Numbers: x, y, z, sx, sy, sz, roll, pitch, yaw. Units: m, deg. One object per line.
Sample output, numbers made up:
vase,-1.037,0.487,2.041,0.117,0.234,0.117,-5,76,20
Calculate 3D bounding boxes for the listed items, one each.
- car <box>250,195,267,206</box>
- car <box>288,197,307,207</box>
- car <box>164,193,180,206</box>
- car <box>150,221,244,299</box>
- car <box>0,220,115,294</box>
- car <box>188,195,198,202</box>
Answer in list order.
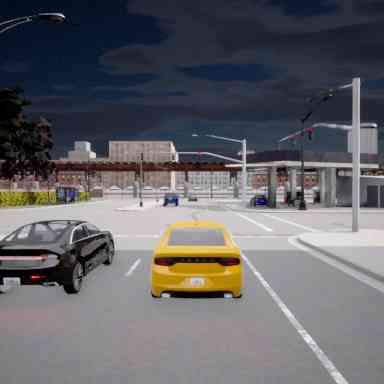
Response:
car,9.856,1.253,48.780,2.242,1.667,4.611,0,0,1
car,15.603,1.426,49.526,1.970,1.475,3.806,0,0,1
car,-3.225,1.146,52.819,2.150,2.045,5.566,0,0,0
car,0.107,1.468,8.516,1.882,1.535,5.008,0,0,0
car,-3.392,1.474,8.735,2.128,1.511,4.902,0,0,0
car,0.218,1.446,73.484,1.994,1.385,4.181,0,0,0
